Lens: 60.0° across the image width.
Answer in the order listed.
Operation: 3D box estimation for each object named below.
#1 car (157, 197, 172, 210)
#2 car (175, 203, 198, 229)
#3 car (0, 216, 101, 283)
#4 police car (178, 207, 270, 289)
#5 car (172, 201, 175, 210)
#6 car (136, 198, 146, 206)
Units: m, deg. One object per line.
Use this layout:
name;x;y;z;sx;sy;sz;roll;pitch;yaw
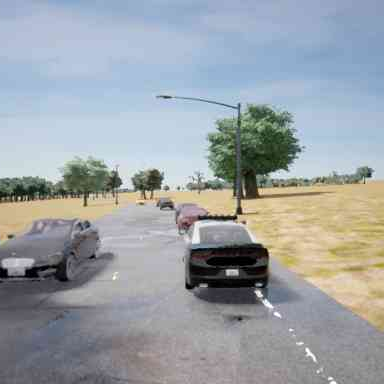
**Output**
car;-3.536;1.705;46.160;1.837;1.490;4.892;0;-1;-7
car;0.098;1.579;19.308;1.812;1.442;4.674;0;0;-4
car;-4.021;1.514;9.825;2.128;1.511;4.902;0;0;-3
police car;0.695;1.447;9.378;1.930;1.638;5.238;0;0;-3
car;-0.363;1.577;25.325;1.837;1.490;4.892;0;0;-5
car;-10.110;1.980;65.910;1.882;1.535;5.008;0;-1;-10
